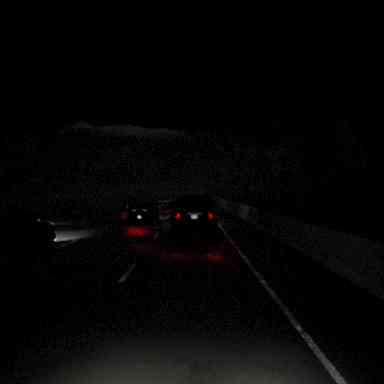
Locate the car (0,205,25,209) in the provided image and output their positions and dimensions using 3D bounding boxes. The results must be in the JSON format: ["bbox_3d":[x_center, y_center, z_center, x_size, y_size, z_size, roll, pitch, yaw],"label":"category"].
[{"bbox_3d":[-10.402,1.438,18.979,1.812,1.442,4.674,0,0,0],"label":"car"}]

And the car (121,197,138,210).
[{"bbox_3d":[-6.904,1.325,38.618,1.837,1.490,4.892,0,0,0],"label":"car"}]

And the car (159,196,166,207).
[{"bbox_3d":[-3.404,1.295,41.596,2.128,1.511,4.902,0,0,0],"label":"car"}]

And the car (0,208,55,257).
[{"bbox_3d":[-6.901,1.505,12.689,1.994,1.385,4.181,0,0,0],"label":"car"}]

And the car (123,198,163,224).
[{"bbox_3d":[-3.402,1.392,23.918,1.837,1.490,4.892,0,-1,0],"label":"car"}]

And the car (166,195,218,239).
[{"bbox_3d":[0.098,1.143,16.880,2.150,2.045,5.566,0,0,0],"label":"car"}]

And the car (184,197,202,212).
[{"bbox_3d":[0.096,1.310,36.396,1.882,1.535,5.008,0,0,0],"label":"car"}]
